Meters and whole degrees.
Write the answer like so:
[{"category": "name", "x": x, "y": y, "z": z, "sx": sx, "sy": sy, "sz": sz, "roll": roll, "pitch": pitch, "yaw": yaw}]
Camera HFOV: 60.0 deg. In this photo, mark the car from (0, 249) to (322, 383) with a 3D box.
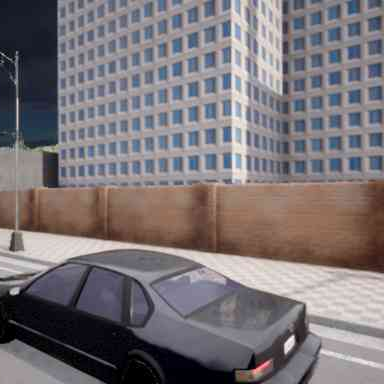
[{"category": "car", "x": -1.075, "y": 1.572, "z": 4.760, "sx": 5.357, "sy": 1.411, "sz": 2.033, "roll": 0, "pitch": 0, "yaw": 36}]
